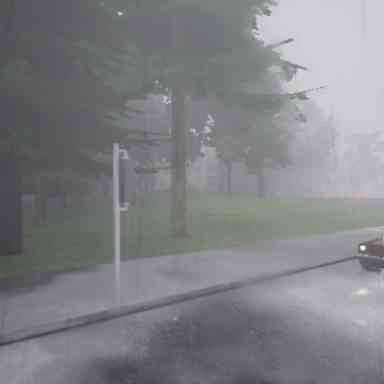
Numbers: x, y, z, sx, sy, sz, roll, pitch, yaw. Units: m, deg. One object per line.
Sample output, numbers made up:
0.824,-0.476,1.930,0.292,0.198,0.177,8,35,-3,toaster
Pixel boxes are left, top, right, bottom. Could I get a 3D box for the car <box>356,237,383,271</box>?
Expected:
6.800,1.595,9.791,4.718,1.301,1.895,0,0,-37,car
